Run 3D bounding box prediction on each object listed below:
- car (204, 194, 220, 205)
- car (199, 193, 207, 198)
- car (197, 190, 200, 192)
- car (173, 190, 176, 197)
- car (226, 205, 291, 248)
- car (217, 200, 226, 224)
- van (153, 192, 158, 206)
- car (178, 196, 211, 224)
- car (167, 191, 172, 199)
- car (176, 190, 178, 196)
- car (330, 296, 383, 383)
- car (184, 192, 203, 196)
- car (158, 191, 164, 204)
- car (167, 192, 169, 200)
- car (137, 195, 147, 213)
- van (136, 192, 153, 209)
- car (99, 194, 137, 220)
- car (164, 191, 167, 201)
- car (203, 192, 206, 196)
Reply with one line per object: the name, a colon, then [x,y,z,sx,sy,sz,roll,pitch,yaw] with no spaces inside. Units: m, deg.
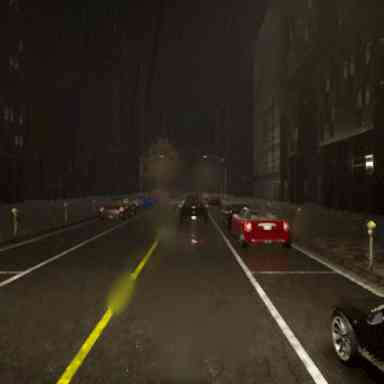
car: [2.793,1.222,42.549,1.802,1.307,4.206,0,0,0]
car: [2.826,0.837,87.968,1.947,1.339,4.313,0,0,0]
car: [2.822,0.756,82.290,1.967,1.590,4.097,0,0,0]
car: [-5.703,0.632,82.286,2.192,1.841,5.009,0,0,0]
car: [2.772,1.319,14.160,1.967,1.590,4.097,0,0,0]
car: [2.777,1.397,19.838,1.947,1.339,4.313,0,0,0]
van: [-5.732,0.983,42.546,1.690,1.788,3.998,0,0,0]
car: [0.118,1.309,23.171,1.837,1.490,4.892,0,1,0]
car: [-5.716,0.769,65.255,2.192,1.841,5.009,0,0,0]
car: [-5.695,0.755,93.473,1.752,1.417,4.829,0,0,0]
car: [2.764,1.541,2.807,1.947,1.339,4.313,0,0,0]
car: [0.130,1.121,42.232,1.882,1.535,5.008,0,1,0]
car: [-5.728,0.910,48.224,2.192,1.841,5.009,0,0,0]
car: [-5.719,1.066,59.580,1.947,1.339,4.313,0,0,0]
car: [-5.740,1.287,31.193,2.008,1.369,4.403,0,0,0]
van: [-5.736,1.030,36.869,1.690,1.788,3.998,0,0,0]
car: [-5.744,1.224,25.515,1.967,1.590,4.097,0,0,0]
car: [-5.724,0.862,53.901,2.192,1.841,5.009,0,0,0]
car: [2.801,1.097,53.903,2.008,1.369,4.403,0,0,0]
